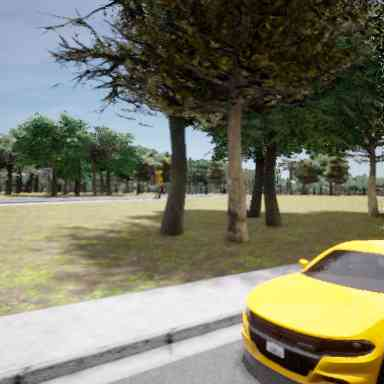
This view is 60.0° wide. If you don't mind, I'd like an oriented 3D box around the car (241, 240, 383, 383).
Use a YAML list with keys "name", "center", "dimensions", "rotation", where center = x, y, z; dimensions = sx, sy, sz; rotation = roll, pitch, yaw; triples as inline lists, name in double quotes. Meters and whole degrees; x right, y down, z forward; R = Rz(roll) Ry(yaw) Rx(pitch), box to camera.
- name: "car"
  center: [2.970, 1.543, 5.213]
  dimensions: [5.008, 1.535, 1.882]
  rotation: [1, -1, -36]
